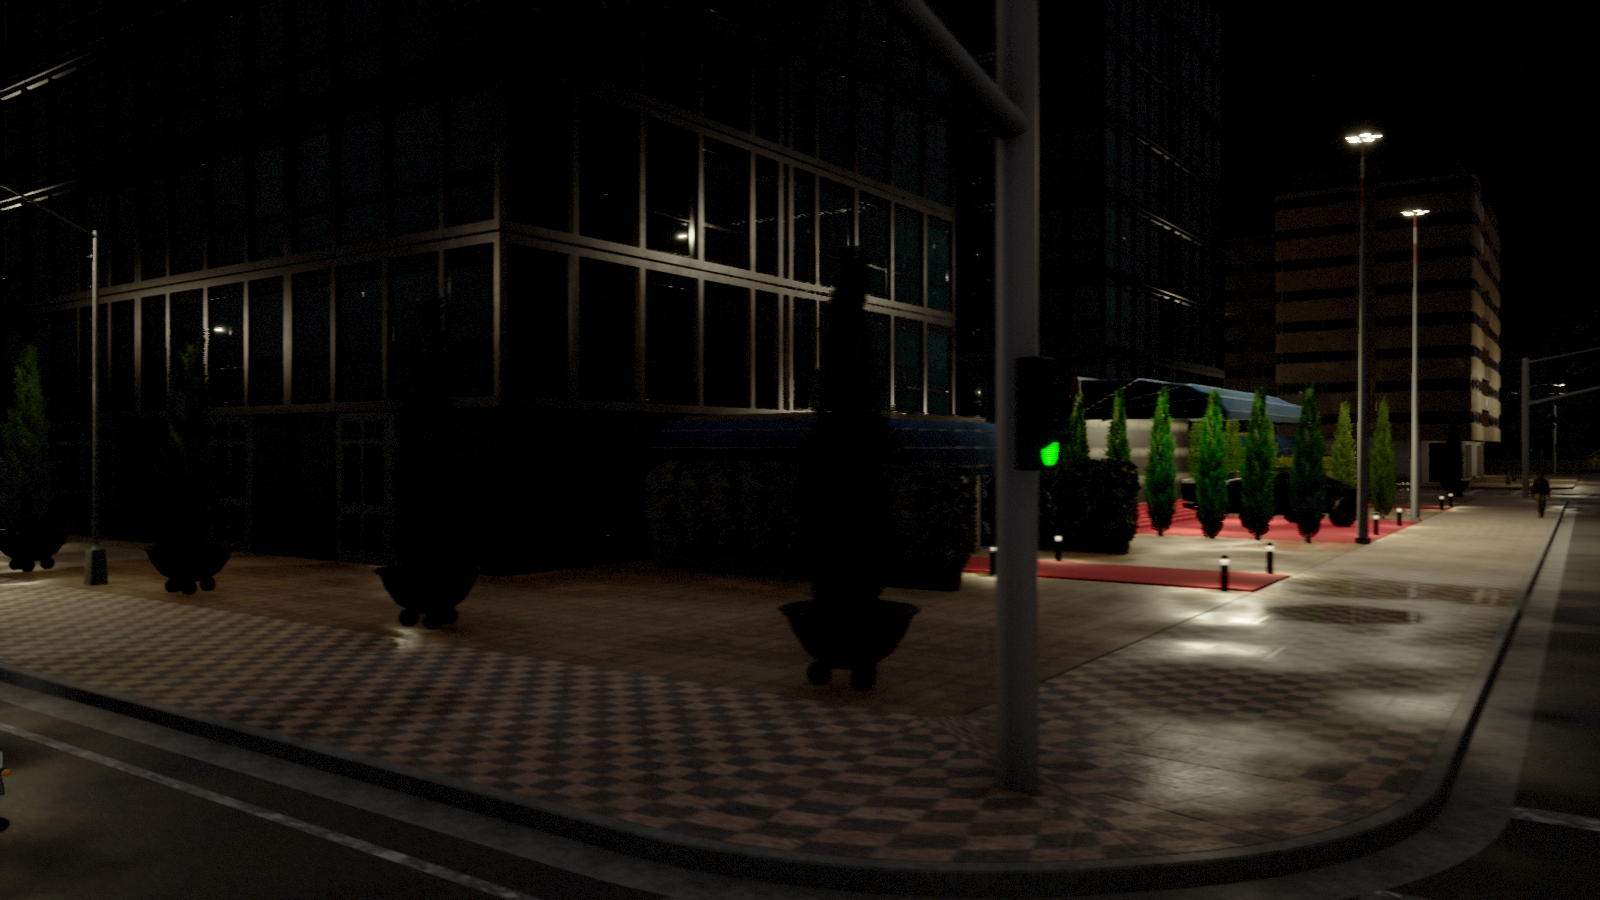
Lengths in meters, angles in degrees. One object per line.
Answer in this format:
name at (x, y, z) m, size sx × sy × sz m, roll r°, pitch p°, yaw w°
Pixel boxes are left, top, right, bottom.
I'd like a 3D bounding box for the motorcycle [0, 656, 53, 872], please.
motorcycle at (-6.317, 2.155, 8.208) m, size 2.356 × 1.307 × 0.764 m, roll 0°, pitch 0°, yaw 35°
